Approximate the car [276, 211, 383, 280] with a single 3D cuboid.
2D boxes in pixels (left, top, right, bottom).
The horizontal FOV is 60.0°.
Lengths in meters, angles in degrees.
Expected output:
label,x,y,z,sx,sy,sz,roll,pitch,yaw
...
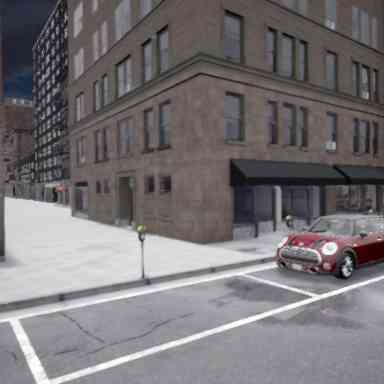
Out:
label,x,y,z,sx,sy,sz,roll,pitch,yaw
car,4.345,1.410,9.769,4.097,1.590,1.967,0,-1,-36
